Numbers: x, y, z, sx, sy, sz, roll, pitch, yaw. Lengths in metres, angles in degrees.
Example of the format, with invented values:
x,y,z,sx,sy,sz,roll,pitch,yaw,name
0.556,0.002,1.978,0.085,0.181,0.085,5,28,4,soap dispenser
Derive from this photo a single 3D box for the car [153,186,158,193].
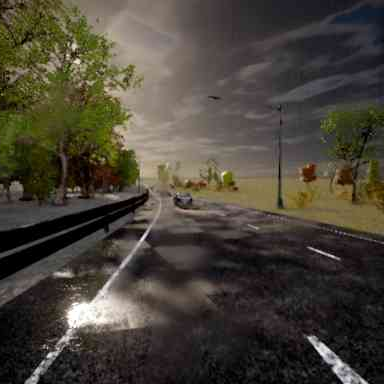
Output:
x,y,z,sx,sy,sz,roll,pitch,yaw,name
-9.291,-0.295,95.030,1.895,1.301,4.718,0,1,-8,car

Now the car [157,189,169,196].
x,y,z,sx,sy,sz,roll,pitch,yaw,name
-5.726,0.185,70.008,1.994,1.385,4.181,0,1,-8,car

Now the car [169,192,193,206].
x,y,z,sx,sy,sz,roll,pitch,yaw,name
-1.066,0.779,37.296,2.128,1.511,4.902,0,1,-8,car
